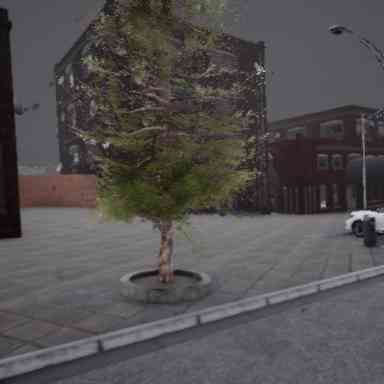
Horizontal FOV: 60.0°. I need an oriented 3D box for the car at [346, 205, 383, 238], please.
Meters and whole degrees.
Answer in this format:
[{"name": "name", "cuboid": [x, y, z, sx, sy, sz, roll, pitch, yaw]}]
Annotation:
[{"name": "car", "cuboid": [10.751, 1.397, 16.718, 2.435, 2.045, 5.566, 1, 0, -36]}]
